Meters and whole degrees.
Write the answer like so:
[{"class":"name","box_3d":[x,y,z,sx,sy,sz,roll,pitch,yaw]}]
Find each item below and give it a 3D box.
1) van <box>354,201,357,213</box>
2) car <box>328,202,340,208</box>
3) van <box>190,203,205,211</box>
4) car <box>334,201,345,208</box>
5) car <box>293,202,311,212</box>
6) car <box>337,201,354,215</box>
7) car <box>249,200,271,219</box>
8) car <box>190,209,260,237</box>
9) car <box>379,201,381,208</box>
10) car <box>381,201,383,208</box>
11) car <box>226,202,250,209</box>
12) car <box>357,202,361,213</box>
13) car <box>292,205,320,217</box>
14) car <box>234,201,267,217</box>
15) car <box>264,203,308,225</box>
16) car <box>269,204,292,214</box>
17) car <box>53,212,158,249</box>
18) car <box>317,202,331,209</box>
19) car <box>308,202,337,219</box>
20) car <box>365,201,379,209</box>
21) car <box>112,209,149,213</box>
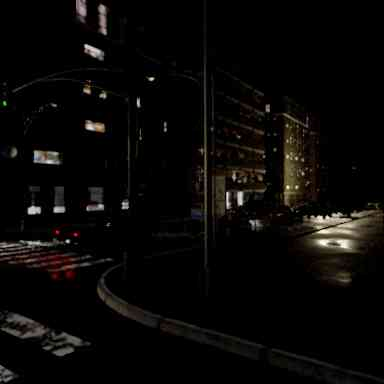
[{"class":"van","box_3d":[23.770,2.404,51.149,1.690,1.788,3.998,-2,-2,35]},{"class":"car","box_3d":[35.177,3.269,82.073,1.752,1.417,4.829,-2,-2,35]},{"class":"van","box_3d":[1.415,1.985,33.804,1.690,1.788,3.998,-2,-2,35]},{"class":"car","box_3d":[38.471,3.290,86.786,1.967,1.590,4.097,-2,-2,35]},{"class":"car","box_3d":[20.006,2.692,60.383,1.967,1.590,4.097,-2,-2,35]},{"class":"car","box_3d":[20.671,2.277,46.720,2.192,1.841,5.009,-2,-2,35]},{"class":"car","box_3d":[7.428,1.965,37.838,2.150,2.045,5.566,-1,-2,35]},{"class":"car","box_3d":[2.086,1.904,20.129,2.008,1.369,4.403,-2,-2,35]},{"class":"car","box_3d":[42.145,3.227,77.470,1.947,1.339,4.313,-2,-2,35]},{"class":"car","box_3d":[45.341,3.330,82.042,1.947,1.339,4.313,-2,-2,35]},{"class":"car","box_3d":[4.515,2.185,38.231,1.967,1.590,4.097,-2,-2,35]},{"class":"car","box_3d":[26.868,2.479,55.580,2.192,1.841,5.009,-2,-2,35]},{"class":"car","box_3d":[14.730,2.414,42.880,2.033,1.411,5.357,-1,-1,35]},{"class":"car","box_3d":[7.612,2.162,42.665,2.192,1.841,5.009,-2,-2,35]},{"class":"car","box_3d":[8.280,1.996,28.994,1.967,1.590,4.097,-2,-2,35]},{"class":"car","box_3d":[13.811,2.600,51.519,2.008,1.369,4.403,-2,-2,35]},{"class":"car","box_3d":[-4.034,1.854,16.047,1.895,1.301,4.718,-1,-1,35]},{"class":"car","box_3d":[29.301,2.994,73.674,1.967,1.590,4.097,-2,-2,35]},{"class":"car","box_3d":[14.475,2.074,37.859,2.192,1.841,5.009,-2,-2,35]},{"class":"car","box_3d":[38.979,3.118,72.886,2.008,1.369,4.403,-2,-2,35]},{"class":"car","box_3d":[-4.229,1.850,21.180,2.128,1.511,4.902,-1,-1,35]}]
